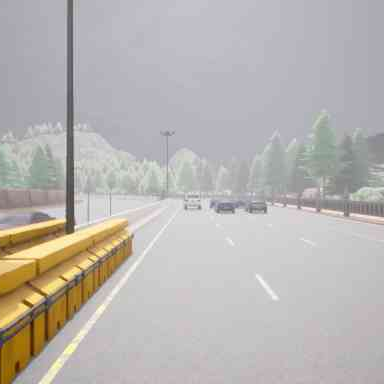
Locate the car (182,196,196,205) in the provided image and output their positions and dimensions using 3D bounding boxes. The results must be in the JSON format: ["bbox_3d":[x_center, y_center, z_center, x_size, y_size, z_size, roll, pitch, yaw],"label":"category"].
[{"bbox_3d":[-0.529,1.491,58.742,2.128,1.511,4.902,0,0,-5],"label":"car"}]

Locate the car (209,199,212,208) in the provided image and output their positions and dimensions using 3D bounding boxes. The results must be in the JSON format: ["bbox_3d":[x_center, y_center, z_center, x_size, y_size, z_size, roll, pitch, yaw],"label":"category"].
[{"bbox_3d":[3.523,1.478,47.485,1.882,1.535,5.008,0,0,0],"label":"car"}]

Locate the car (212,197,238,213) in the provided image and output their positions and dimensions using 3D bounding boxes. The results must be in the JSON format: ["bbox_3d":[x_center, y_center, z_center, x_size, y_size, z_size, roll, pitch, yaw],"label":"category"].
[{"bbox_3d":[3.605,1.478,37.013,1.882,1.535,5.008,0,0,0],"label":"car"}]

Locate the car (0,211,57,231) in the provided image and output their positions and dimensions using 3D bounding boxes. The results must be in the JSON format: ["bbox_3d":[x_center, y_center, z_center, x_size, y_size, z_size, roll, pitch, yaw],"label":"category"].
[{"bbox_3d":[-7.085,1.525,13.801,1.812,1.442,4.674,0,0,0],"label":"car"}]

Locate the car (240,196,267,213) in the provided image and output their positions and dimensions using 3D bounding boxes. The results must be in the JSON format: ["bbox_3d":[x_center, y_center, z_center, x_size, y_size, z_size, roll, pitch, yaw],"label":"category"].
[{"bbox_3d":[7.073,1.491,37.052,2.128,1.511,4.902,0,0,0],"label":"car"}]

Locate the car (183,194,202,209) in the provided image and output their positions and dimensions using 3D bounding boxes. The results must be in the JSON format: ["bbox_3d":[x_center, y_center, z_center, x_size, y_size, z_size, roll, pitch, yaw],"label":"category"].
[{"bbox_3d":[0.097,1.221,44.320,2.150,2.045,5.566,0,0,0],"label":"car"}]

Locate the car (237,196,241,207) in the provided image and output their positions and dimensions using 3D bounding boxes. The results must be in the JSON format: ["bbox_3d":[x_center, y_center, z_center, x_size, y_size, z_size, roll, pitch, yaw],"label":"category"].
[{"bbox_3d":[7.015,1.352,46.952,2.097,1.767,4.553,0,0,0],"label":"car"}]
